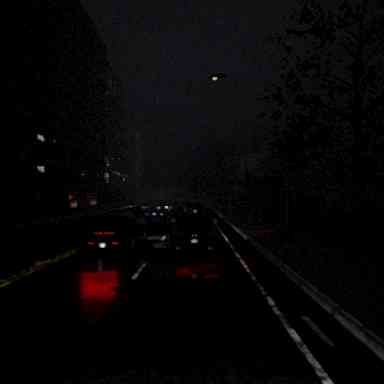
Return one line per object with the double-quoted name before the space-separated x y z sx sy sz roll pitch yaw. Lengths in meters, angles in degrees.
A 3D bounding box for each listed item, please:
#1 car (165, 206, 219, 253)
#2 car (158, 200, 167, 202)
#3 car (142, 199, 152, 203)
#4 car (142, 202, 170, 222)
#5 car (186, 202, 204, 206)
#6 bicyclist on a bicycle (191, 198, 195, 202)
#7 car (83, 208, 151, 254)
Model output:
"car" 0.112 1.616 14.365 1.882 1.535 5.008 0 0 1
"car" -6.237 2.286 70.988 1.895 1.301 4.718 0 -1 -1
"car" -9.486 2.230 70.900 2.033 1.411 5.357 0 -1 -1
"car" -2.991 1.826 28.908 2.033 1.411 5.357 0 -1 1
"car" 0.262 1.631 28.966 2.097 1.767 4.553 0 -1 1
"bicyclist on a bicycle" 0.441 2.320 89.819 0.866 1.612 1.509 0 -1 -3
"car" -3.141 1.644 14.207 1.837 1.490 4.892 0 0 1
